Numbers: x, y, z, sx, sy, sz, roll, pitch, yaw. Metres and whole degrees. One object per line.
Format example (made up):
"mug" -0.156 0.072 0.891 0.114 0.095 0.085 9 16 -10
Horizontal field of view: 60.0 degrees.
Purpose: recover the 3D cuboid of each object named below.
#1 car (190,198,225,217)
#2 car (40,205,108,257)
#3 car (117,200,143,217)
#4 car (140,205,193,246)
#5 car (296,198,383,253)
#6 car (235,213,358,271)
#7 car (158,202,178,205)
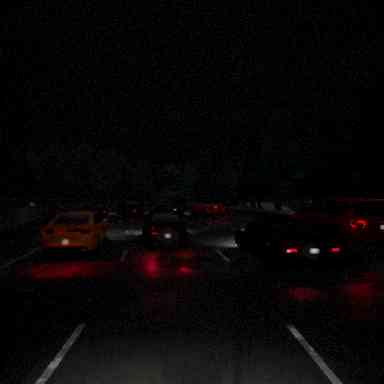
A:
"car" 1.408 1.403 32.180 2.097 1.767 4.553 0 0 -20
"car" -4.516 1.500 13.301 1.882 1.535 5.008 0 -1 -9
"car" -6.027 1.530 32.120 1.882 1.535 5.008 0 0 -21
"car" -1.344 1.551 15.484 1.812 1.442 4.674 0 0 -9
"car" 6.044 1.246 13.771 2.150 2.045 5.566 0 0 -8
"car" 2.876 1.566 11.033 2.033 1.411 5.357 0 0 -6
"car" -2.293 1.616 32.107 1.994 1.385 4.181 0 0 -21
